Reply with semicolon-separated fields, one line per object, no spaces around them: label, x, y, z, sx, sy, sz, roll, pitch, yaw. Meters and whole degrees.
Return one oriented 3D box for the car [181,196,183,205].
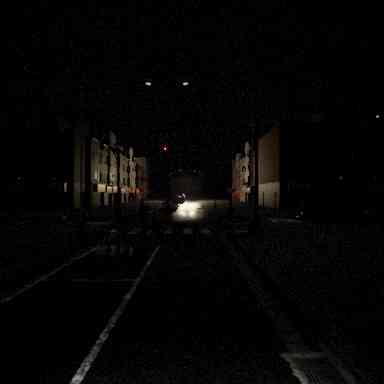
car;-2.636;1.654;49.803;1.802;1.307;4.206;0;0;0

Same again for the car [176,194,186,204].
car;-2.637;1.545;61.014;1.967;1.590;4.097;0;0;0

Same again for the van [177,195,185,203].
van;-2.637;1.505;77.831;1.690;1.788;3.998;0;0;0

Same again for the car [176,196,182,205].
car;-2.635;1.602;44.197;1.887;1.381;4.507;0;0;0

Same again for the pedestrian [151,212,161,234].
pedestrian;-1.956;1.586;17.730;0.375;1.300;0.375;0;0;0

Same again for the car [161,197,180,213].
car;-2.635;1.570;38.423;1.752;1.417;4.829;0;0;0

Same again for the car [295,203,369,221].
car;11.047;1.555;26.409;5.357;1.411;2.033;0;0;0

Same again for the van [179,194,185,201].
van;-2.638;1.549;89.042;1.690;1.788;3.998;0;0;0

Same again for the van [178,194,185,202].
van;-2.638;1.527;83.436;1.690;1.788;3.998;0;0;0

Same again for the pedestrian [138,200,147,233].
pedestrian;-2.716;1.306;18.329;0.375;1.860;0.375;0;0;0

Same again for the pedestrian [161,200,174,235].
pedestrian;-1.279;1.305;17.130;0.375;1.860;0.375;0;0;0
